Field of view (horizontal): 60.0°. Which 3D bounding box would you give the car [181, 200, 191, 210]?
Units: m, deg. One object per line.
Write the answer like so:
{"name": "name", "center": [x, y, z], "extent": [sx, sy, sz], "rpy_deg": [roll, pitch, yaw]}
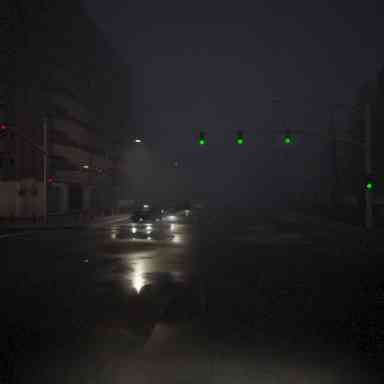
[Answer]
{"name": "car", "center": [-1.292, 1.930, 51.569], "extent": [1.882, 1.535, 5.008], "rpy_deg": [0, 0, 6]}

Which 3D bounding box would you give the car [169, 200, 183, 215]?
{"name": "car", "center": [-2.647, 1.950, 39.037], "extent": [1.895, 1.301, 4.718], "rpy_deg": [0, 0, 6]}

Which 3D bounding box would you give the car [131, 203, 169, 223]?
{"name": "car", "center": [-3.737, 1.813, 28.919], "extent": [2.033, 1.411, 5.357], "rpy_deg": [0, 0, 6]}
